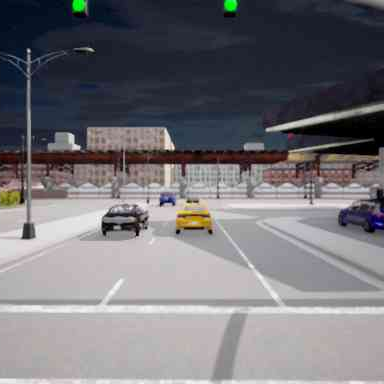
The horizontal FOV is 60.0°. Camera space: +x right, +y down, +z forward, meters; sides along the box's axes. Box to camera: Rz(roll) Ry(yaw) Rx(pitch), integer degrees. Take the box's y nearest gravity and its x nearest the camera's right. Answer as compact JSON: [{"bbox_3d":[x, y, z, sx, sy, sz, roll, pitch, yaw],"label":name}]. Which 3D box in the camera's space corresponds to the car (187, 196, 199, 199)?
[{"bbox_3d":[0.152,1.286,49.814,1.994,1.385,4.181,0,0,2],"label":"car"}]

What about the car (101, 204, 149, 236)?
[{"bbox_3d":[-3.395,1.393,17.529,2.128,1.511,4.902,0,0,0],"label":"car"}]

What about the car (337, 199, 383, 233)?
[{"bbox_3d":[9.715,1.195,17.960,2.242,1.667,4.611,0,0,0],"label":"car"}]

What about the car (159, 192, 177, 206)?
[{"bbox_3d":[-3.444,0.956,47.705,2.150,2.045,5.566,0,0,0],"label":"car"}]

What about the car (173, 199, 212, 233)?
[{"bbox_3d":[0.105,1.371,18.935,1.882,1.535,5.008,0,0,0],"label":"car"}]
